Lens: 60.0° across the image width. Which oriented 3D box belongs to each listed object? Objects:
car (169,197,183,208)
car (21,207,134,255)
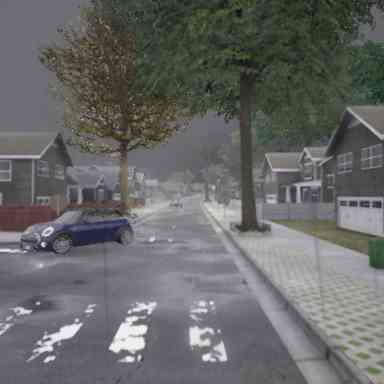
[{"bbox_3d":[-2.516,1.581,53.091,2.097,1.767,4.553,0,0,0],"label":"car"},{"bbox_3d":[-4.744,1.493,14.209,2.097,1.767,4.553,-2,-2,39],"label":"car"}]
